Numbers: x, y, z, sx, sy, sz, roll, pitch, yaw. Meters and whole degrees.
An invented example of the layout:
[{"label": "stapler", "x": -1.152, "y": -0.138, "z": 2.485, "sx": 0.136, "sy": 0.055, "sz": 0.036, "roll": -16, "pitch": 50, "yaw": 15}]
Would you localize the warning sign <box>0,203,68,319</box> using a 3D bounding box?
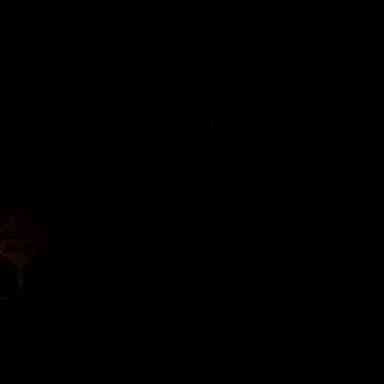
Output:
[{"label": "warning sign", "x": -3.234, "y": 1.158, "z": 6.274, "sx": 1.060, "sy": 1.860, "sz": 1.300, "roll": -1, "pitch": 0, "yaw": 36}]
